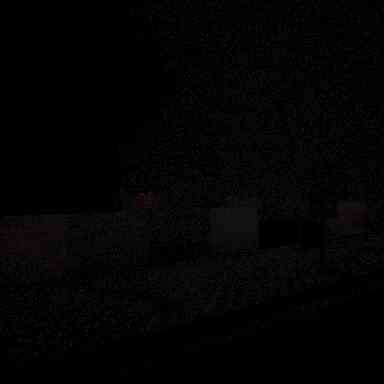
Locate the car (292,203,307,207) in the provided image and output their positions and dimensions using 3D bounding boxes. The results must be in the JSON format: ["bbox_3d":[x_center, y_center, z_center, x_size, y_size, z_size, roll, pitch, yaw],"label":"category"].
[{"bbox_3d":[10.528,1.307,27.894,1.812,1.442,4.674,0,0,-36],"label":"car"}]

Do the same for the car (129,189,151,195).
[{"bbox_3d":[-9.558,0.516,60.575,2.150,2.045,5.566,0,0,-36],"label":"car"}]

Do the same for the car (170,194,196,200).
[{"bbox_3d":[-0.278,1.031,42.877,2.128,1.511,4.902,0,1,-36],"label":"car"}]
